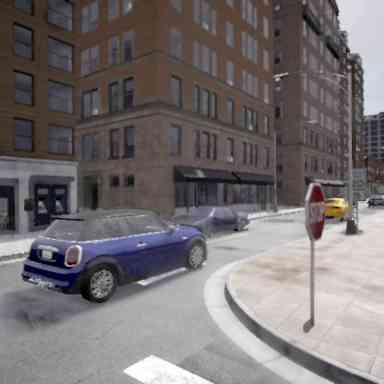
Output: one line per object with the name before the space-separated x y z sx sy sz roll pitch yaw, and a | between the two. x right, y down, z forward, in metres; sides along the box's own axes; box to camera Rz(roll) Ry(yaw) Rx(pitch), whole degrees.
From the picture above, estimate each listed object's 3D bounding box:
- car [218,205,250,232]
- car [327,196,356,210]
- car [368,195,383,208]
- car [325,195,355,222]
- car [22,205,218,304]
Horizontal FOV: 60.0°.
car | 0.936 1.357 16.372 2.033 1.411 5.357 -1 0 37
car | 16.693 1.156 36.950 1.837 1.490 4.892 -1 -1 38
car | 22.227 1.094 39.377 2.128 1.511 4.902 -1 0 37
car | 10.163 1.185 23.592 1.882 1.535 5.008 -1 0 37
car | -1.556 1.213 8.231 2.097 1.767 4.553 0 1 37
